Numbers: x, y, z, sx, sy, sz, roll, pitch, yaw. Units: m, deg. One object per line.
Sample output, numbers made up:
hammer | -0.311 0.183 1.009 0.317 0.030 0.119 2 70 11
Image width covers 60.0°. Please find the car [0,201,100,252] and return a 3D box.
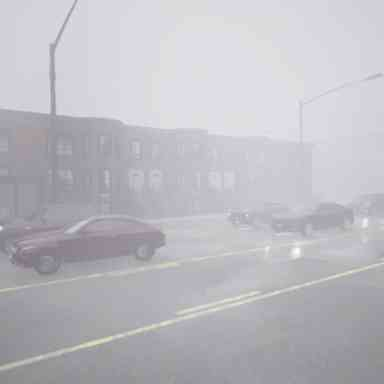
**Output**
car | -5.483 1.272 12.943 4.553 1.767 2.097 -1 1 -34

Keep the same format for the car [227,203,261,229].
car | 4.326 1.309 19.619 4.718 1.301 1.895 -1 1 -34

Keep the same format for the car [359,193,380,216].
car | 13.874 0.919 26.009 4.553 1.767 2.097 -1 1 -34

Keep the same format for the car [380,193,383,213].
car | 15.358 0.871 22.863 4.553 1.767 2.097 -1 1 -34

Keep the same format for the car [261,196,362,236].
car | 6.027 1.199 16.541 5.008 1.535 1.882 -2 1 -34

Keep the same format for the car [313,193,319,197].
car | 15.227 0.759 43.624 5.357 1.411 2.033 2 -2 -41

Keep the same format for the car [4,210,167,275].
car | -3.030 1.444 10.389 4.674 1.442 1.812 -1 1 -34
